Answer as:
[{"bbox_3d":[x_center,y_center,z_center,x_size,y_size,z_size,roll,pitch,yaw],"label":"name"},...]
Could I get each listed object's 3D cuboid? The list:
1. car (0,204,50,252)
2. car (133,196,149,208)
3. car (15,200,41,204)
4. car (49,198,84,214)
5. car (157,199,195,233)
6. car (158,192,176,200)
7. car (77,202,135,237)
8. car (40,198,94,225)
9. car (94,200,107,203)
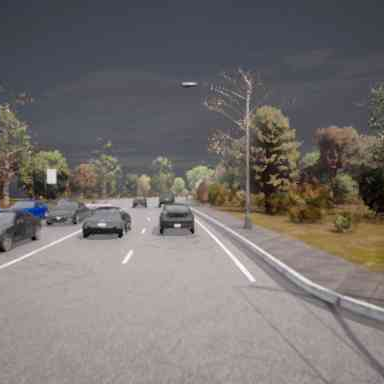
[{"bbox_3d":[-7.684,1.453,13.555,1.812,1.442,4.674,0,0,-4],"label":"car"},{"bbox_3d":[-6.864,1.313,44.432,1.837,1.490,4.892,0,0,-5],"label":"car"},{"bbox_3d":[-11.999,1.349,24.255,1.882,1.535,5.008,0,0,-5],"label":"car"},{"bbox_3d":[-12.978,1.381,34.766,2.033,1.411,5.357,0,0,-5],"label":"car"},{"bbox_3d":[-0.902,1.390,18.809,1.837,1.490,4.892,0,0,-4],"label":"car"},{"bbox_3d":[-3.359,1.023,44.502,2.150,2.045,5.566,0,0,-5],"label":"car"},{"bbox_3d":[-4.300,1.463,17.317,1.994,1.385,4.181,0,0,-4],"label":"car"},{"bbox_3d":[-8.368,1.378,22.784,1.837,1.490,4.892,0,0,-4],"label":"car"},{"bbox_3d":[-9.288,1.434,32.956,1.895,1.301,4.718,0,0,-5],"label":"car"}]
